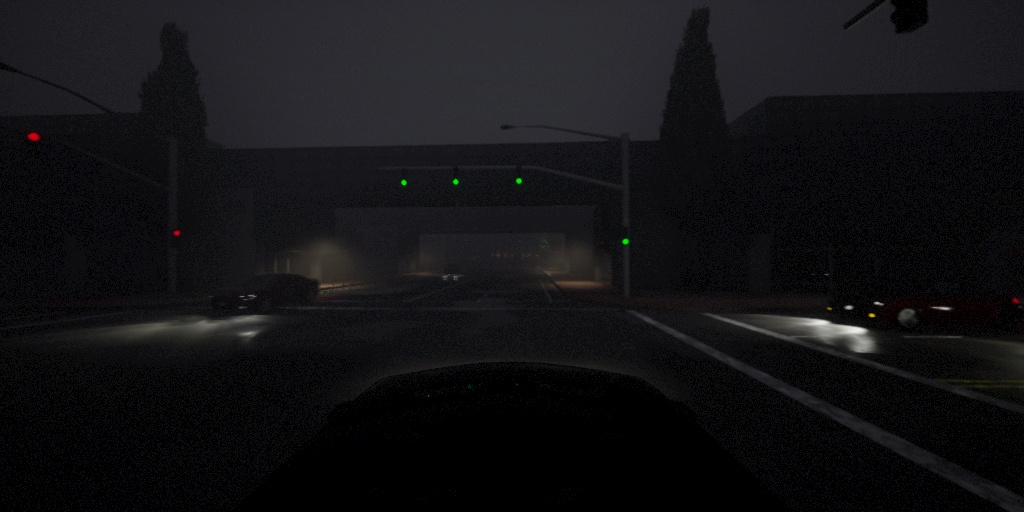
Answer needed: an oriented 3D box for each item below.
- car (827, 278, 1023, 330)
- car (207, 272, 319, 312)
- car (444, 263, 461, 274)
[{"bbox_3d":[12.196,1.365,10.801,4.181,1.385,1.994,0,-1,2],"label":"car"},{"bbox_3d":[-10.457,1.489,15.544,1.882,1.535,5.008,0,0,2],"label":"car"},{"bbox_3d":[-8.644,1.828,52.367,1.837,1.490,4.892,0,1,3],"label":"car"}]
